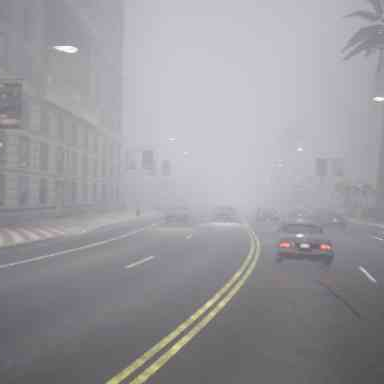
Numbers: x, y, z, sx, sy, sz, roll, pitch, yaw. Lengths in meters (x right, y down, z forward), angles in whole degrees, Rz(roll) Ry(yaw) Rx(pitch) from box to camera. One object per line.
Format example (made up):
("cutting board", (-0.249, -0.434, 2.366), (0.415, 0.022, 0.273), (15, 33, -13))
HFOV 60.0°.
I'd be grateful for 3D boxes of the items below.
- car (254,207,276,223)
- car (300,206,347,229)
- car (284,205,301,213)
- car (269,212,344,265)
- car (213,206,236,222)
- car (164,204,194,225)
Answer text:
("car", (6.575, 2.029, 29.799), (1.895, 1.301, 4.718), (1, -1, 7))
("car", (10.230, 2.007, 25.673), (1.994, 1.385, 4.181), (1, -1, 1))
("car", (10.780, 2.074, 34.622), (1.812, 1.442, 4.674), (1, 0, 6))
("car", (4.103, 1.752, 12.727), (2.033, 1.411, 5.357), (1, -1, 14))
("car", (2.995, 1.939, 30.134), (1.994, 1.385, 4.181), (1, -1, 7))
("car", (-0.940, 1.753, 26.857), (1.882, 1.535, 5.008), (1, -1, 7))
